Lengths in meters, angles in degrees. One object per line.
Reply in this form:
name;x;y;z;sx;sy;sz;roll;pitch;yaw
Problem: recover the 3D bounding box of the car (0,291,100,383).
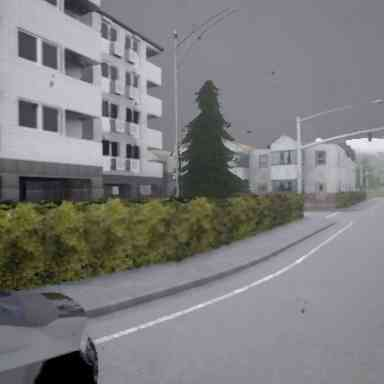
car;-3.064;1.529;2.057;4.902;1.511;2.128;0;0;-37
